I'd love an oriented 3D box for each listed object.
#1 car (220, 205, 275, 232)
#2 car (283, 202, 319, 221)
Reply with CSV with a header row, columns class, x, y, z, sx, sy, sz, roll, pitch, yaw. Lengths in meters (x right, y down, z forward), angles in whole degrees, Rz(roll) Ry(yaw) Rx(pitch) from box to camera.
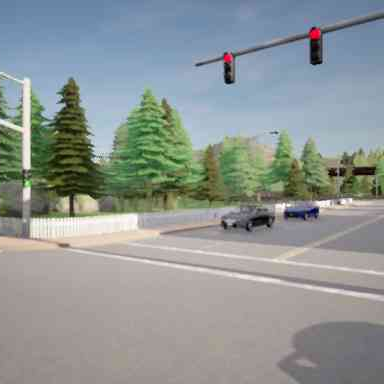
class,x,y,z,sx,sy,sz,roll,pitch,yaw
car,3.645,1.611,21.289,2.128,1.511,4.902,-1,0,37
car,9.686,1.614,29.346,1.882,1.535,5.008,-1,0,37
